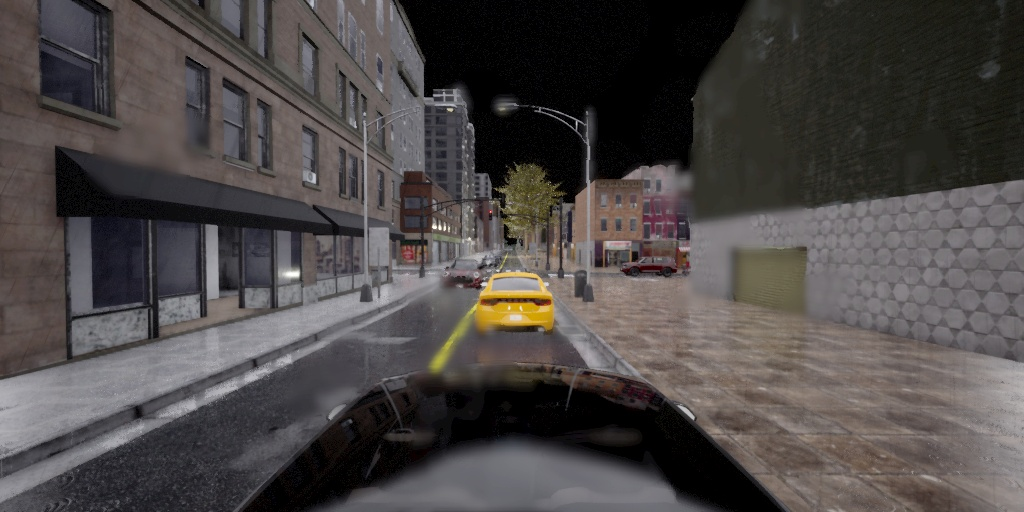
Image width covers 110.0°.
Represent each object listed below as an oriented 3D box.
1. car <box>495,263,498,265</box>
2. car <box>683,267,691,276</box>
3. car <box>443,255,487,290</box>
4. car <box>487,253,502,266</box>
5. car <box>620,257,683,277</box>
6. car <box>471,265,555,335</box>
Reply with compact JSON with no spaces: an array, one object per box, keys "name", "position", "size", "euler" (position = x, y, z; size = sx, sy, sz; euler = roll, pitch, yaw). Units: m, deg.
[{"name":"car","position":[0.073,1.250,19.881],"size":[1.895,1.301,4.718],"euler":[0,1,0]},{"name":"car","position":[18.113,1.296,33.418],"size":[4.207,1.307,1.802],"euler":[0,0,0]},{"name":"car","position":[-2.754,0.985,21.147],"size":[2.097,1.767,4.553],"euler":[0,1,-2]},{"name":"car","position":[-2.828,0.613,45.997],"size":[2.128,1.511,4.902],"euler":[0,2,1]},{"name":"car","position":[12.711,0.952,33.411],"size":[5.009,1.841,2.192],"euler":[0,0,0]},{"name":"car","position":[0.098,1.206,10.439],"size":[1.882,1.535,5.008],"euler":[0,0,0]}]
